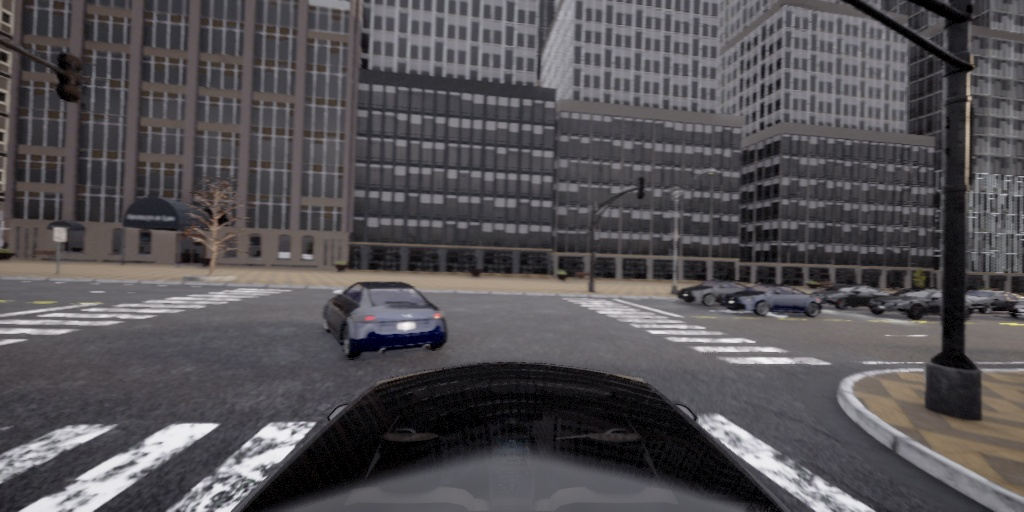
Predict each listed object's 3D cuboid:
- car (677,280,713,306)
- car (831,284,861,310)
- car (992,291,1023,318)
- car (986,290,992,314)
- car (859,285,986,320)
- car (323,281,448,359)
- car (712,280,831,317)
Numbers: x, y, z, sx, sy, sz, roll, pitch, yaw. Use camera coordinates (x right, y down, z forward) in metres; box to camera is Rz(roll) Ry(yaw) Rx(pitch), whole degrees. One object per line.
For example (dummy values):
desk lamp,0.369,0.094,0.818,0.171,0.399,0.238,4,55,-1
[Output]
car,11.653,2.079,20.298,4.181,1.385,1.994,3,-1,-8
car,20.265,2.431,21.537,4.674,1.442,1.812,3,-1,-8
car,30.008,2.792,19.647,4.902,1.511,2.128,3,-1,-8
car,30.526,2.919,23.007,5.357,1.411,2.033,3,-1,-8
car,20.913,2.414,18.347,4.674,1.442,1.812,3,-1,-8
car,-3.098,1.266,8.428,1.994,1.385,4.181,3,-1,-34
car,12.261,2.059,17.101,4.181,1.385,1.994,3,-1,-8
